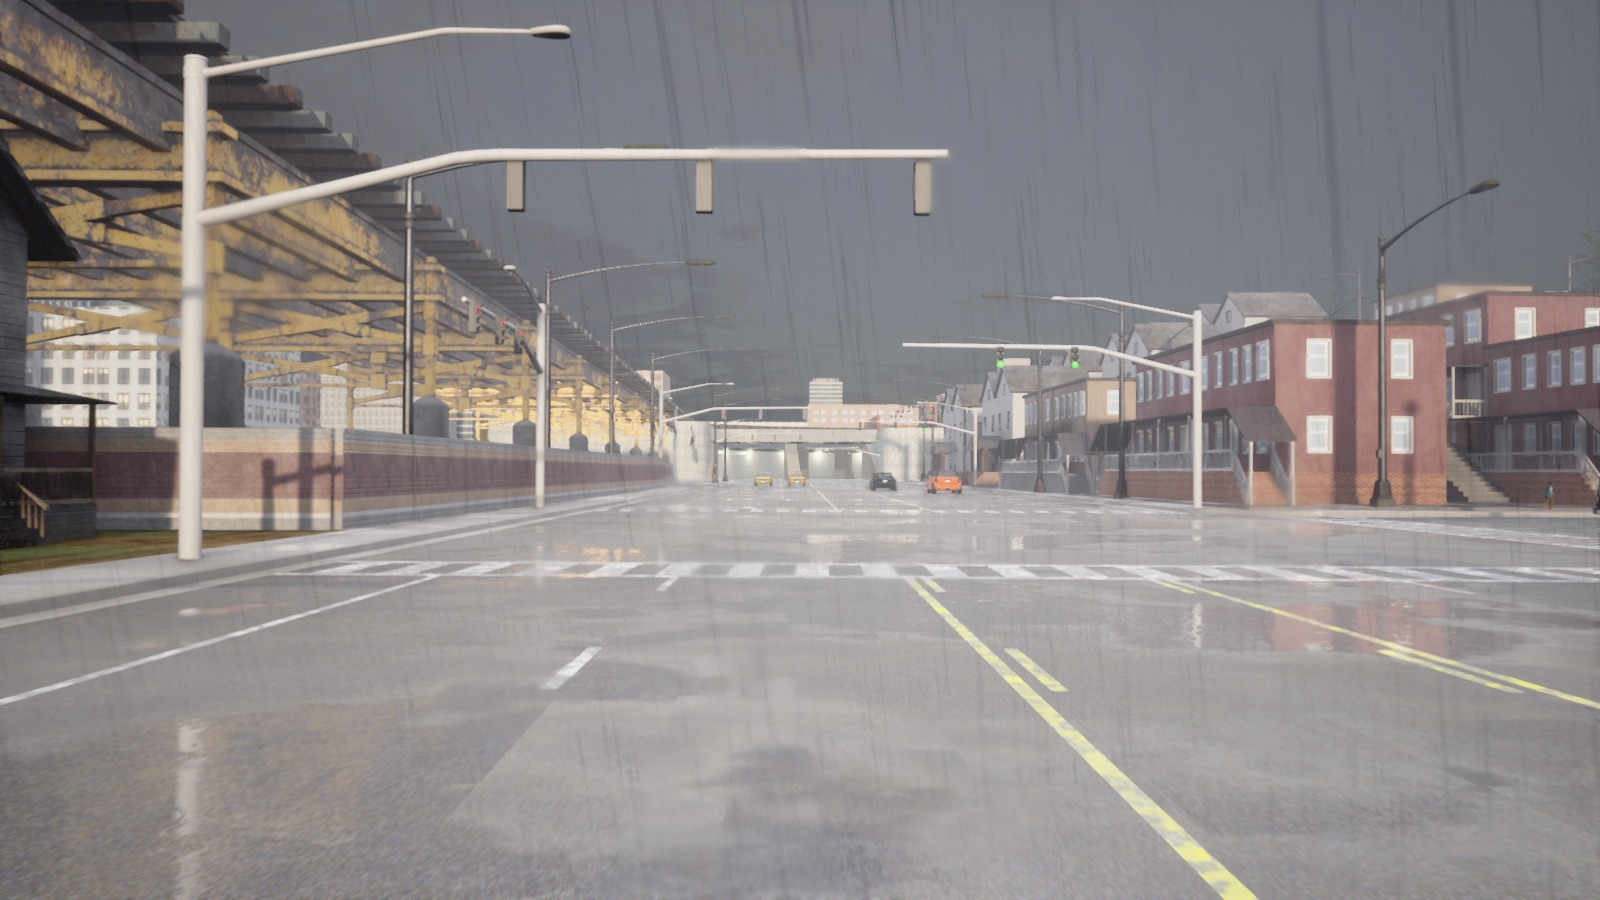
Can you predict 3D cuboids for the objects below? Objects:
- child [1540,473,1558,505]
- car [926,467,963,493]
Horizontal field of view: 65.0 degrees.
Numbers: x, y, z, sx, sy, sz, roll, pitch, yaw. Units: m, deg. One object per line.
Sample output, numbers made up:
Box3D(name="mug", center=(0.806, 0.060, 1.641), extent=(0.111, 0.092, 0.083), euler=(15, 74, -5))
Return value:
Box3D(name="child", center=(28.332, 1.472, 47.506), extent=(0.448, 1.192, 0.343), euler=(0, -1, -4))
Box3D(name="car", center=(10.299, 2.136, 89.854), extent=(2.097, 1.767, 4.553), euler=(0, -1, 0))
